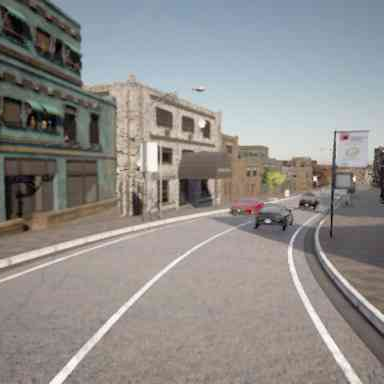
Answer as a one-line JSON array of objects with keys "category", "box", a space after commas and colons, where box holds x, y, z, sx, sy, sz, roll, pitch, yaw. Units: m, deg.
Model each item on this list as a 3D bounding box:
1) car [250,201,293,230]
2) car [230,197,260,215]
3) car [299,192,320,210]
[{"category": "car", "box": [5.154, 1.459, 20.727, 1.812, 1.442, 4.674, 2, 1, 23]}, {"category": "car", "box": [4.907, 1.206, 29.241, 1.882, 1.535, 5.008, 3, 2, 26]}, {"category": "car", "box": [13.754, 1.206, 38.931, 1.882, 1.535, 5.008, 3, 2, 26]}]
